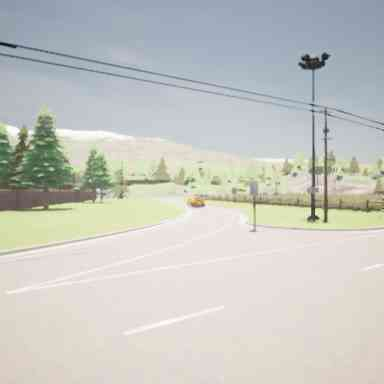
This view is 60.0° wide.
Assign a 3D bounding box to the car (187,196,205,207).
[{"bbox_3d":[0.505,1.389,49.075,1.882,1.535,5.008,0,0,-12],"label":"car"}]
